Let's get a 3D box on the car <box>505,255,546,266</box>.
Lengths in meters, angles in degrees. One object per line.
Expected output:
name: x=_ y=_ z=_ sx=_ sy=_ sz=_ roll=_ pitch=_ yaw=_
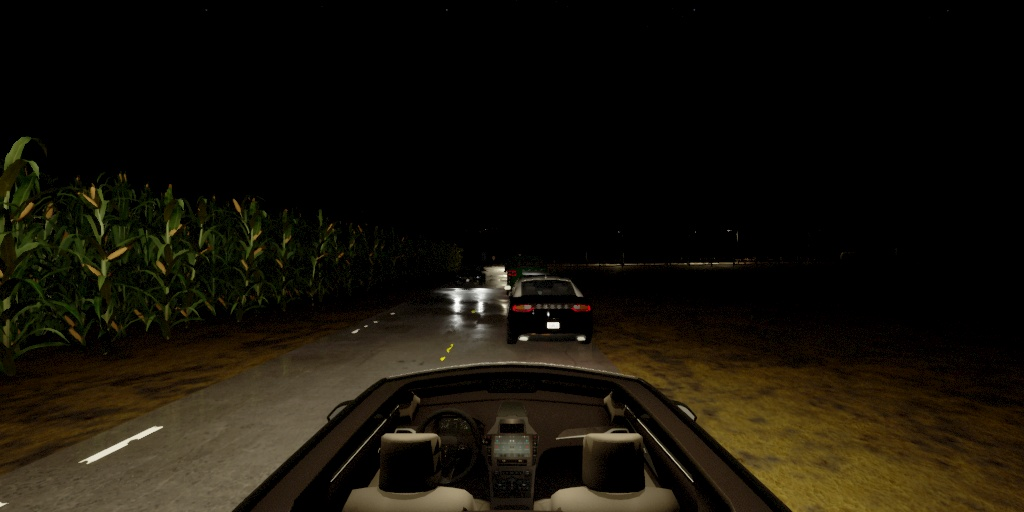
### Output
car: x=0.807 y=0.994 z=19.639 sx=2.150 sy=2.045 sz=5.566 roll=0 pitch=0 yaw=0

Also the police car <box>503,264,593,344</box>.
police car: x=0.817 y=1.179 z=9.717 sx=1.930 sy=1.638 sz=5.238 roll=0 pitch=0 yaw=0

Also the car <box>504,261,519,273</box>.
car: x=-0.021 y=1.397 z=46.792 sx=1.812 sy=1.442 sz=4.674 roll=0 pitch=0 yaw=0

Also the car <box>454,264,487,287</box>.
car: x=-2.772 y=1.287 z=24.795 sx=1.837 sy=1.490 sz=4.892 roll=0 pitch=0 yaw=0
